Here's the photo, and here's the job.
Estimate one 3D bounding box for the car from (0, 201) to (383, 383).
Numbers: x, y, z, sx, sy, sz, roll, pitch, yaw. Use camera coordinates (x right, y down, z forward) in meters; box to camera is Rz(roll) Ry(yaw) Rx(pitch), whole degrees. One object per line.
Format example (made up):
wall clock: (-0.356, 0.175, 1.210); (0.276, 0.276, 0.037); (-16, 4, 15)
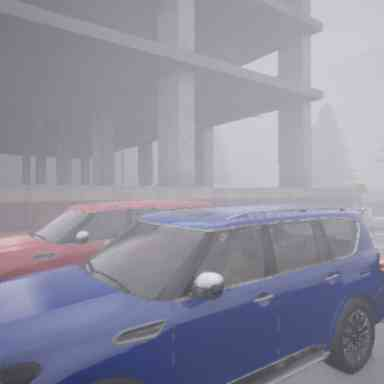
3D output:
car: (0.179, 1.217, 4.073); (5.566, 2.045, 2.150); (0, 0, -35)

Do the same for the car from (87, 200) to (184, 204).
car: (-1.797, 1.217, 6.960); (5.566, 2.045, 2.150); (0, 0, -35)
